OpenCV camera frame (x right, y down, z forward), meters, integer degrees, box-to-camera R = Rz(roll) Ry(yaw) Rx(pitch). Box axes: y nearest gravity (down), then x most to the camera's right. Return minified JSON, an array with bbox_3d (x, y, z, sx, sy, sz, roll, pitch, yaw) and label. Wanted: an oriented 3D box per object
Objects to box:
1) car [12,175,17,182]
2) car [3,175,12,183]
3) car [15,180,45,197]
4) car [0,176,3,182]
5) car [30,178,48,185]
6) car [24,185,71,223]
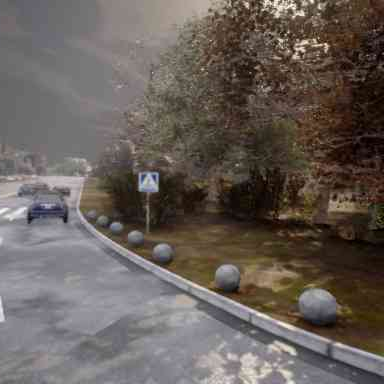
[{"bbox_3d":[-44.970,-3.231,81.426,1.946,1.575,5.366,1,3,-18],"label":"car"},{"bbox_3d":[-42.897,-2.867,74.884,2.231,1.521,4.892,1,3,-17],"label":"car"},{"bbox_3d":[-18.437,-0.243,37.834,2.033,1.411,5.357,1,3,-17],"label":"car"},{"bbox_3d":[-39.920,-2.624,65.945,2.435,2.045,5.566,1,3,-18],"label":"car"},{"bbox_3d":[-21.579,-0.777,47.461,2.033,1.411,5.357,1,3,-18],"label":"car"},{"bbox_3d":[-8.635,0.712,19.911,2.097,1.767,4.553,1,3,-24],"label":"car"}]
